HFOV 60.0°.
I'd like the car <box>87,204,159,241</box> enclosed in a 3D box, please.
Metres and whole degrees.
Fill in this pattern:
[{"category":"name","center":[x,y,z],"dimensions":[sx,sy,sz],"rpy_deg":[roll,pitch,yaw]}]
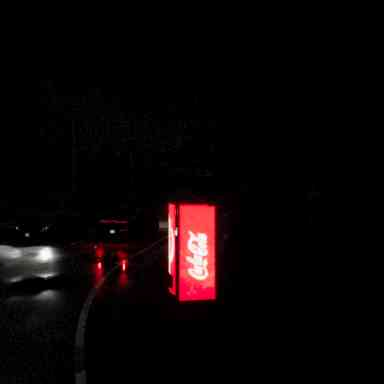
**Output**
[{"category":"car","center":[-3.042,1.509,16.836],"dimensions":[2.128,1.511,4.902],"rpy_deg":[0,0,10]}]

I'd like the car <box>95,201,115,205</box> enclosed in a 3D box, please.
[{"category":"car","center":[-10.168,1.661,37.174],"dimensions":[4.718,1.301,1.895],"rpy_deg":[0,0,12]}]

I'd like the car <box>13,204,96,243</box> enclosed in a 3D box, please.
[{"category":"car","center":[-6.661,1.547,16.442],"dimensions":[1.812,1.442,4.674],"rpy_deg":[0,0,9]}]

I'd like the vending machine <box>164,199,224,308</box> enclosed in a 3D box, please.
[{"category":"vending machine","center":[0.012,1.199,7.001],"dimensions":[1.100,2.100,0.880],"rpy_deg":[0,0,-10]}]
